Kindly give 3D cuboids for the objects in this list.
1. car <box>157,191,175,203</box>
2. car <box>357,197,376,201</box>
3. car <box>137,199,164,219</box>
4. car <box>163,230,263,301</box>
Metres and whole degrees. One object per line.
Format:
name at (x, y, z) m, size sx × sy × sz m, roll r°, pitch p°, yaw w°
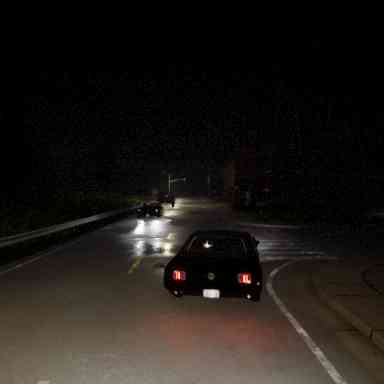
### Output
car at (-3.443, 0.851, 44.987) m, size 2.150 × 2.045 × 5.566 m, roll 0°, pitch 0°, yaw 0°
car at (27.517, 1.473, 52.630) m, size 1.816 × 1.474 × 4.193 m, roll 0°, pitch 0°, yaw 0°
car at (-3.558, 1.582, 29.072) m, size 1.895 × 1.301 × 4.718 m, roll 0°, pitch 0°, yaw 0°
car at (0.741, 1.596, 8.360) m, size 1.895 × 1.301 × 4.718 m, roll 0°, pitch 0°, yaw 10°
